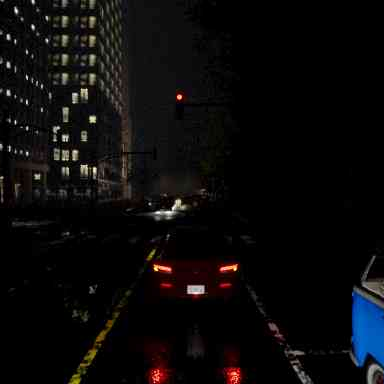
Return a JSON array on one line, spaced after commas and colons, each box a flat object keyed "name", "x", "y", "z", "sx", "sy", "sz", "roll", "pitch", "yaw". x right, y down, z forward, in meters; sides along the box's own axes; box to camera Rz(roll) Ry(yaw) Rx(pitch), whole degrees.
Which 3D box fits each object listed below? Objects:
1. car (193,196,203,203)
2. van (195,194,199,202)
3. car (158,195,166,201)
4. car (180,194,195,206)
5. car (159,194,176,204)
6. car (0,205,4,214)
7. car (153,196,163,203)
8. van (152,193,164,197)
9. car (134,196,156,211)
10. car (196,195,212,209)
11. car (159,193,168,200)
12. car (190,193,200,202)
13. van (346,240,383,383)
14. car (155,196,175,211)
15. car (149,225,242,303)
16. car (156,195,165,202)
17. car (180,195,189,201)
[{"name": "car", "x": 1.163, "y": 1.492, "z": 68.003, "sx": 1.752, "sy": 1.417, "sz": 4.829, "roll": 0, "pitch": 0, "yaw": -2}, {"name": "van", "x": 1.732, "y": 1.322, "z": 51.209, "sx": 1.690, "sy": 1.788, "sz": 3.998, "roll": 0, "pitch": 0, "yaw": -2}, {"name": "car", "x": -7.555, "y": 1.532, "z": 84.089, "sx": 1.802, "sy": 1.307, "sz": 4.206, "roll": 0, "pitch": 0, "yaw": -3}, {"name": "car", "x": -0.855, "y": 1.456, "z": 54.991, "sx": 1.882, "sy": 1.535, "sz": 5.008, "roll": 0, "pitch": 0, "yaw": -2}, {"name": "car", "x": -3.665, "y": 1.486, "z": 50.442, "sx": 1.837, "sy": 1.490, "sz": 4.892, "roll": 0, "pitch": 0, "yaw": -1}, {"name": "car", "x": -18.229, "y": 1.377, "z": 28.480, "sx": 4.206, "sy": 1.307, "sz": 1.802, "roll": 1, "pitch": 0, "yaw": 3}, {"name": "car", "x": -6.848, "y": 1.513, "z": 67.458, "sx": 1.887, "sy": 1.381, "sz": 4.507, "roll": 0, "pitch": 0, "yaw": -2}, {"name": "van", "x": -6.645, "y": 1.314, "z": 61.915, "sx": 1.690, "sy": 1.788, "sz": 3.998, "roll": 0, "pitch": 0, "yaw": -2}, {"name": "car", "x": -5.845, "y": 1.539, "z": 39.744, "sx": 2.008, "sy": 1.369, "sz": 4.403, "roll": 0, "pitch": 0, "yaw": -1}, {"name": "car", "x": 1.884, "y": 1.510, "z": 45.837, "sx": 1.752, "sy": 1.417, "sz": 4.829, "roll": 0, "pitch": 0, "yaw": -2}, {"name": "car", "x": -8.106, "y": 1.252, "z": 95.169, "sx": 2.192, "sy": 1.841, "sz": 5.009, "roll": 0, "pitch": 0, "yaw": -3}, {"name": "car", "x": 0.714, "y": 1.271, "z": 78.921, "sx": 2.192, "sy": 1.841, "sz": 5.009, "roll": 0, "pitch": 0, "yaw": -3}, {"name": "van", "x": 2.558, "y": 1.341, "z": 2.122, "sx": 1.690, "sy": 1.788, "sz": 3.998, "roll": 0, "pitch": 0, "yaw": 0}, {"name": "car", "x": -3.420, "y": 1.551, "z": 40.407, "sx": 1.994, "sy": 1.385, "sz": 4.181, "roll": 0, "pitch": 0, "yaw": -3}, {"name": "car", "x": 0.051, "y": 1.525, "z": 8.056, "sx": 1.812, "sy": 1.442, "sz": 4.674, "roll": 0, "pitch": 0, "yaw": 0}, {"name": "car", "x": -7.302, "y": 1.501, "z": 78.544, "sx": 1.887, "sy": 1.381, "sz": 4.507, "roll": 0, "pitch": 0, "yaw": -2}, {"name": "car", "x": -1.950, "y": 1.479, "z": 81.090, "sx": 2.128, "sy": 1.511, "sz": 4.902, "roll": 0, "pitch": 0, "yaw": -3}]
